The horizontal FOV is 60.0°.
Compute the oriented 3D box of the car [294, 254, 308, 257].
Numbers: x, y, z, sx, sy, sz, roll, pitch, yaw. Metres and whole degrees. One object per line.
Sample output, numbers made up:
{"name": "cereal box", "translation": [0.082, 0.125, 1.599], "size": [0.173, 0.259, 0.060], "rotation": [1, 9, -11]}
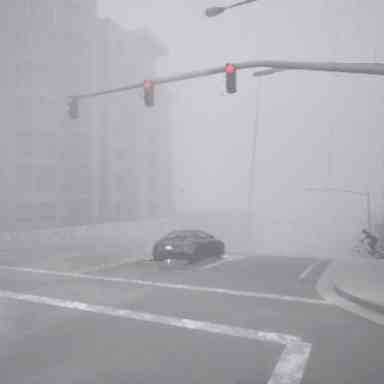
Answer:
{"name": "car", "translation": [14.526, 9.012, 44.119], "size": [2.033, 1.411, 5.357], "rotation": [-2, -12, 27]}

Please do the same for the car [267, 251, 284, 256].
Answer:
{"name": "car", "translation": [11.668, 9.078, 46.428], "size": [2.097, 1.767, 4.553], "rotation": [-2, -11, 27]}

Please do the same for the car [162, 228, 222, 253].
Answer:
{"name": "car", "translation": [0.198, 3.527, 23.761], "size": [2.033, 1.411, 5.357], "rotation": [-2, -11, 26]}

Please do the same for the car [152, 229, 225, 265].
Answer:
{"name": "car", "translation": [-0.036, 2.395, 15.051], "size": [1.994, 1.385, 4.181], "rotation": [-2, -7, 26]}

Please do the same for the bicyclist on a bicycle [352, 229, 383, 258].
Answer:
{"name": "bicyclist on a bicycle", "translation": [10.041, 2.954, 18.993], "size": [1.656, 1.620, 0.582], "rotation": [-2, -10, 27]}
